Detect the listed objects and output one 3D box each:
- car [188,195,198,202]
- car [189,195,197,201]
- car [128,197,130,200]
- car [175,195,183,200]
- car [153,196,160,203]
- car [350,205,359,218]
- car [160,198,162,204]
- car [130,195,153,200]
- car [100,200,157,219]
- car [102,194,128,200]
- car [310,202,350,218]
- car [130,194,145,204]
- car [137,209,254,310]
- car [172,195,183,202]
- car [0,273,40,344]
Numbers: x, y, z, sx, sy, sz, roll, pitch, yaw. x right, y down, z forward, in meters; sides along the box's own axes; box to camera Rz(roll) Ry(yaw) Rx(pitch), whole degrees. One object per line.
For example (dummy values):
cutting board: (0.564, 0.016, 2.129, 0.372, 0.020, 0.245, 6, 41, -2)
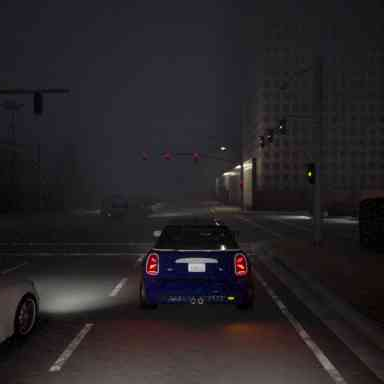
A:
car: (0.170, 1.355, 73.790, 2.097, 1.767, 4.553, 0, 0, 0)
car: (0.185, 1.540, 83.772, 2.033, 1.411, 5.357, 0, 0, 0)
car: (-10.466, 1.477, 53.804, 1.882, 1.535, 5.008, 0, 0, 0)
car: (-3.315, 1.423, 83.714, 1.895, 1.301, 4.718, 0, 0, 0)
car: (-6.958, 1.505, 55.158, 1.837, 1.490, 4.892, 0, 0, 0)
car: (15.861, 1.560, 26.864, 4.892, 1.490, 1.837, 0, 0, 0)
car: (-6.898, 1.564, 65.204, 1.994, 1.385, 4.181, 0, 0, 0)
car: (-6.983, 1.526, 46.264, 1.812, 1.442, 4.674, 0, 0, 0)
car: (-5.638, 1.625, 29.528, 1.895, 1.301, 4.718, 0, 0, 35)
car: (-10.493, 1.221, 44.032, 2.150, 2.045, 5.566, 0, 0, 0)
car: (13.018, 1.619, 30.365, 4.181, 1.385, 1.994, 0, 0, 0)
car: (-10.409, 1.352, 63.584, 2.097, 1.767, 4.553, 0, 0, 1)
car: (0.101, 1.352, 7.990, 2.097, 1.767, 4.553, 0, 0, 0)
car: (-3.337, 1.469, 73.462, 1.882, 1.535, 5.008, 0, 0, 0)
car: (-3.431, 1.526, 3.560, 1.812, 1.442, 4.674, 0, 0, 1)
